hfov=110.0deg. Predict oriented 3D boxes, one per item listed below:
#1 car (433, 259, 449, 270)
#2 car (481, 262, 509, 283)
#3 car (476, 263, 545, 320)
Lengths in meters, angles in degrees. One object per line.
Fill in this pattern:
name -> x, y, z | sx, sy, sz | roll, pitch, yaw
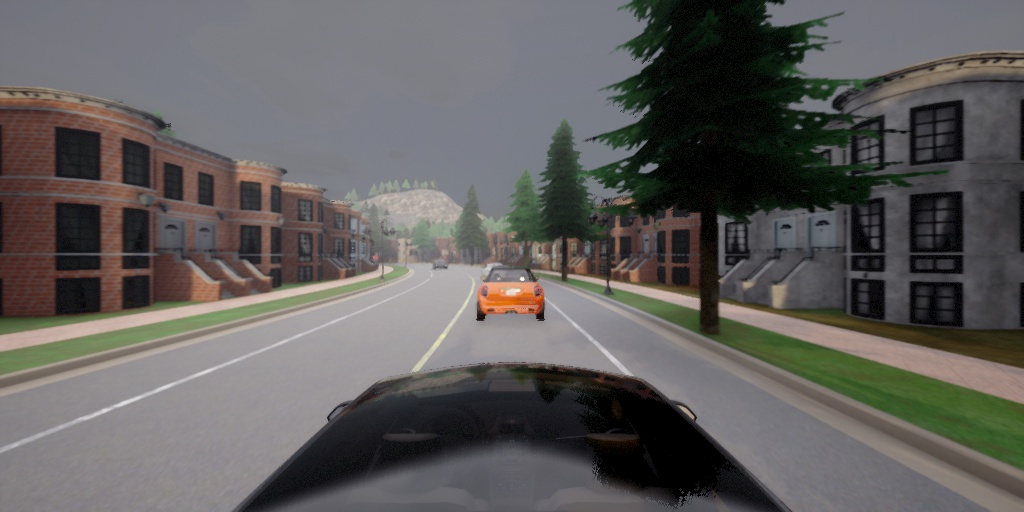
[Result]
car -> -10.134, 1.236, 50.725 | 1.837, 1.490, 4.892 | 0, -1, -17
car -> -1.461, 1.264, 29.076 | 1.812, 1.442, 4.674 | 0, 0, -8
car -> -0.077, 1.096, 12.690 | 2.097, 1.767, 4.553 | 0, 0, -1
